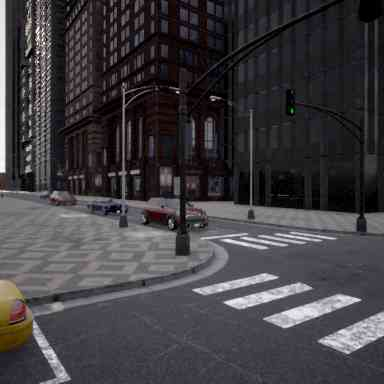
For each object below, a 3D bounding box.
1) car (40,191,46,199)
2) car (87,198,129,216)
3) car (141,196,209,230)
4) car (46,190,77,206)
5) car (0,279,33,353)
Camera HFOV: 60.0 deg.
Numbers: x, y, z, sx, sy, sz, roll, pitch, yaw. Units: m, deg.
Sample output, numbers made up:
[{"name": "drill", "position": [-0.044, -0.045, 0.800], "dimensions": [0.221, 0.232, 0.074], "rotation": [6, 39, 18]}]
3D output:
[{"name": "car", "position": [-24.719, 0.466, 57.124], "dimensions": [1.812, 1.442, 4.674], "rotation": [0, 1, -35]}, {"name": "car", "position": [-6.827, 1.137, 26.845], "dimensions": [1.895, 1.301, 4.718], "rotation": [0, 1, -36]}, {"name": "car", "position": [-1.055, 1.072, 18.841], "dimensions": [2.097, 1.767, 4.553], "rotation": [0, 1, -36]}, {"name": "car", "position": [-14.577, 0.651, 37.617], "dimensions": [2.097, 1.767, 4.553], "rotation": [0, 1, -35]}, {"name": "car", "position": [-4.393, 1.525, 3.515], "dimensions": [4.829, 1.417, 1.752], "rotation": [0, 0, -35]}]
